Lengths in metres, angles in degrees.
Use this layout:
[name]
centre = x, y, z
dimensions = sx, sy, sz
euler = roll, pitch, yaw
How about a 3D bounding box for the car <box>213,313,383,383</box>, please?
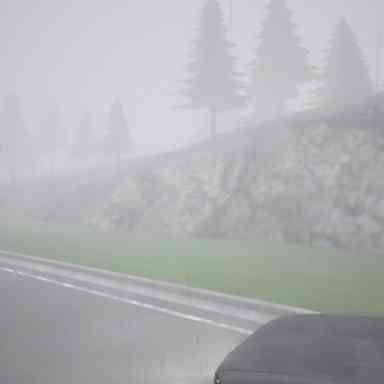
[car]
centre = 2.715, 1.539, 2.054
dimensions = 5.357, 1.411, 2.033
euler = -1, 0, 36
